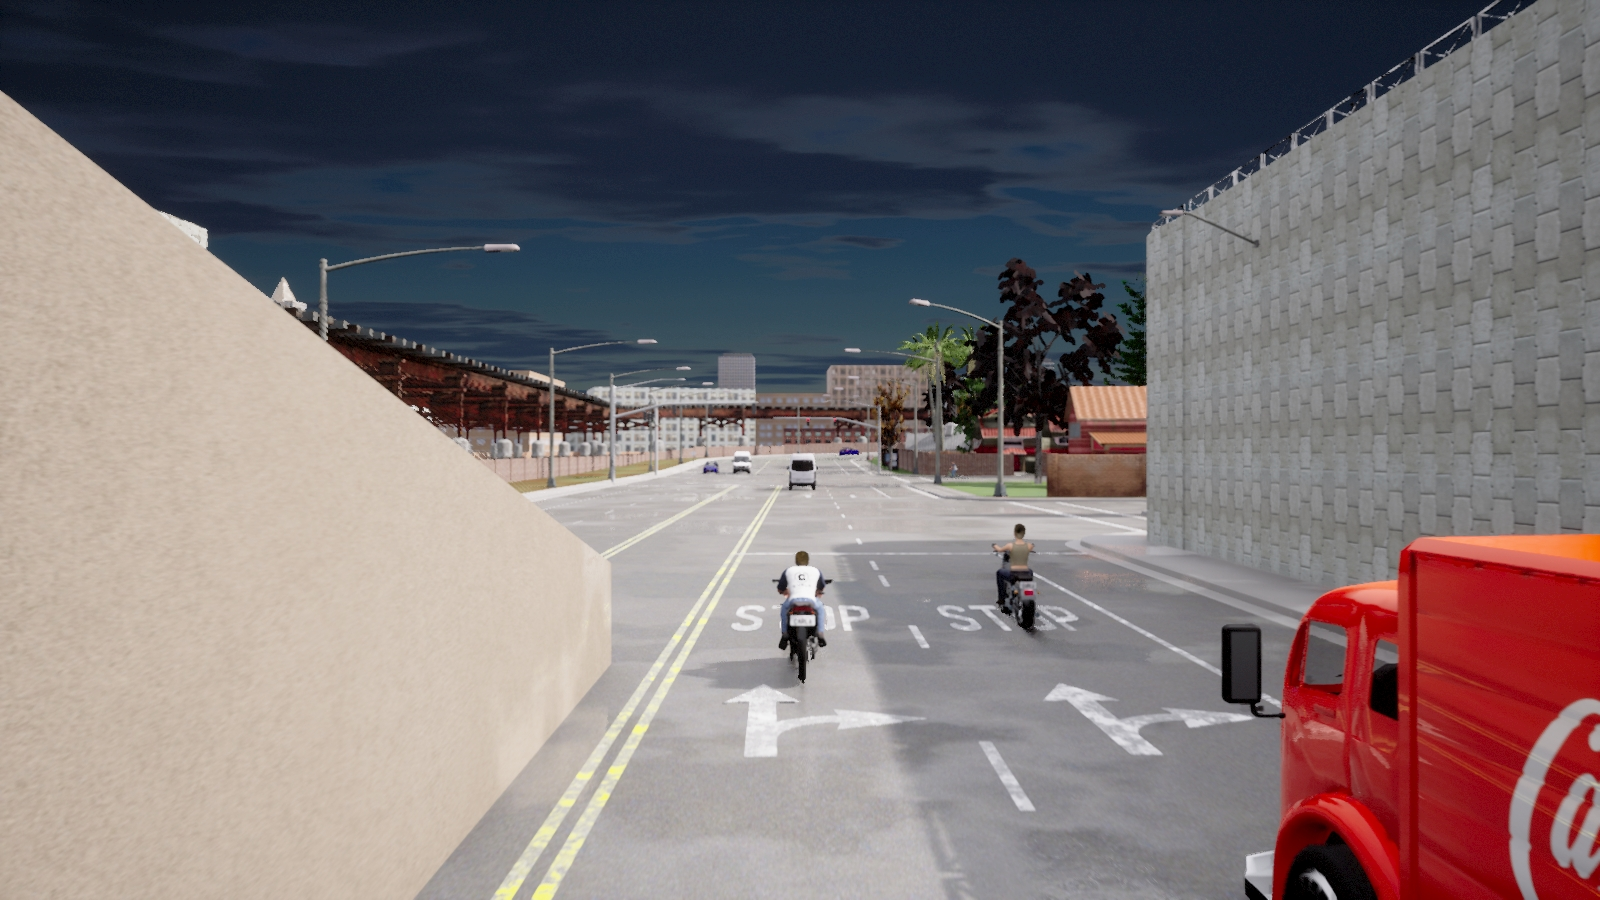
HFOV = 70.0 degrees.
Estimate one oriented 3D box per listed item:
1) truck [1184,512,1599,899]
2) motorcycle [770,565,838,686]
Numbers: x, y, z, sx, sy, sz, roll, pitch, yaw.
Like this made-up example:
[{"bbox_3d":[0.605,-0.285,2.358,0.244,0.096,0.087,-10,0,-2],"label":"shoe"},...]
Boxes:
[{"bbox_3d":[3.507,1.564,3.926,2.627,2.467,5.204,0,-1,0],"label":"truck"},{"bbox_3d":[0.049,2.182,14.543,0.803,1.224,2.033,0,0,0],"label":"motorcycle"}]
